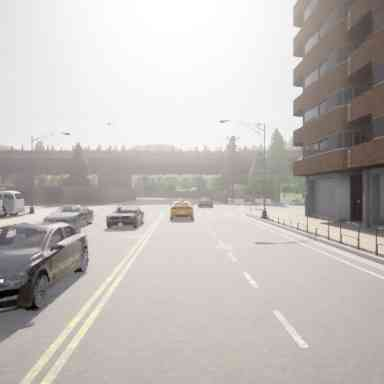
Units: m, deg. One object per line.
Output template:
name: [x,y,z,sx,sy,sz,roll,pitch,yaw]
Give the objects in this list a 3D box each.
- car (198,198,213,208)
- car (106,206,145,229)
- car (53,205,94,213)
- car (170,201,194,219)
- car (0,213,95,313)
car: [1.914,1.530,48.381,1.994,1.385,4.181,0,0,-2]
car: [-4.288,1.601,21.852,1.895,1.301,4.718,0,0,-2]
car: [-7.781,1.547,21.591,2.033,1.411,5.357,0,0,-2]
car: [-0.880,1.478,28.724,1.882,1.535,5.008,0,0,-2]
car: [-3.827,1.492,7.808,2.128,1.511,4.902,0,0,-2]
